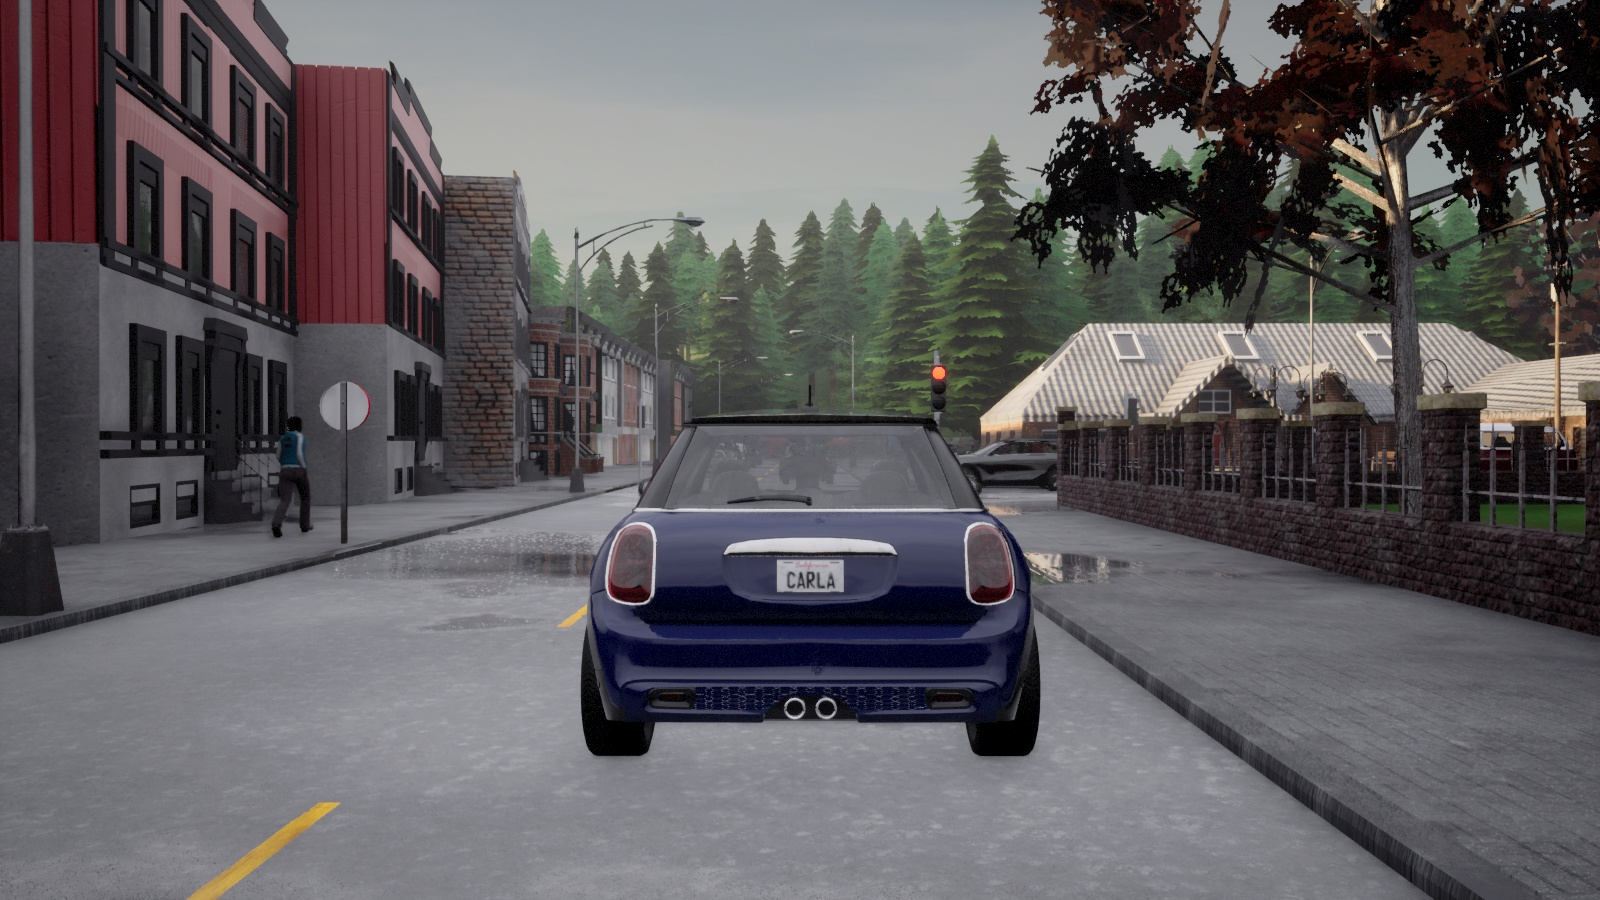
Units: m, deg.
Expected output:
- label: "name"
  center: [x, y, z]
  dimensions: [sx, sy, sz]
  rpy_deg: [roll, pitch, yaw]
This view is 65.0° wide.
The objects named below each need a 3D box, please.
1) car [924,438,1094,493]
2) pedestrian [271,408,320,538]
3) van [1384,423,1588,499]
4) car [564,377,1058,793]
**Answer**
- label: "car"
  center: [6.332, 0.464, 38.496]
  dimensions: [4.856, 1.649, 2.033]
  rpy_deg: [0, 0, -1]
- label: "pedestrian"
  center: [-7.631, 0.336, 19.019]
  dimensions: [0.396, 1.930, 0.692]
  rpy_deg: [0, 0, 8]
- label: "van"
  center: [18.721, 0.291, 34.419]
  dimensions: [4.480, 2.038, 2.069]
  rpy_deg: [0, 0, -1]
- label: "car"
  center: [0.057, 0.562, 7.614]
  dimensions: [2.097, 1.767, 4.553]
  rpy_deg: [0, 0, 0]
